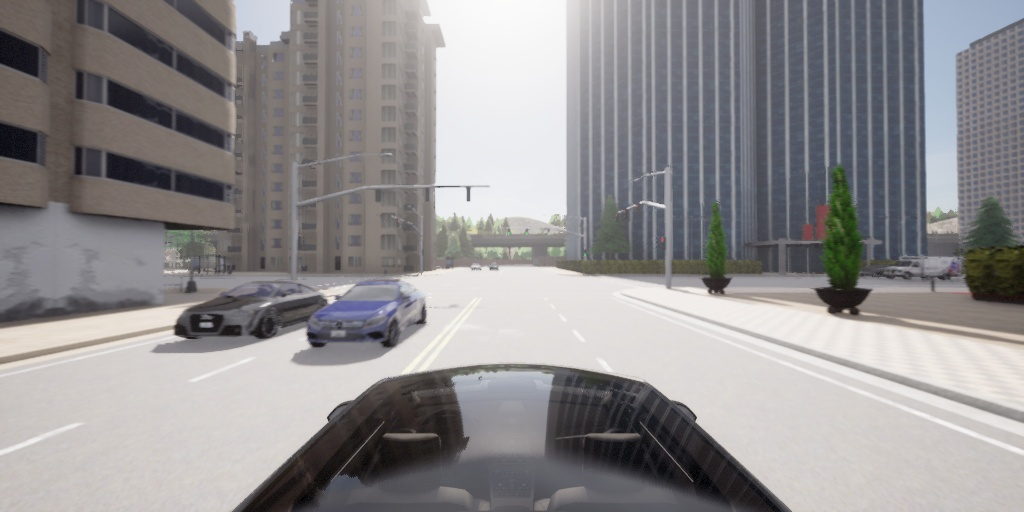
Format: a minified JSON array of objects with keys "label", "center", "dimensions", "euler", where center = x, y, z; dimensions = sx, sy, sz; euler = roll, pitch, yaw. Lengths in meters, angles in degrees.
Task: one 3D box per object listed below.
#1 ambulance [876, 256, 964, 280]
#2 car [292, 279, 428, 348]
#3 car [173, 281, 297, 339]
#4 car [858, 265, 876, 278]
[{"label":"ambulance","center":[42.487,1.236,37.242],"dimensions":[6.366,2.431,2.351],"euler":[0,-1,-1]},{"label":"car","center":[-3.572,1.379,9.725],"dimensions":[1.812,1.442,4.674],"euler":[0,-1,0]},{"label":"car","center":[-7.073,1.425,10.297],"dimensions":[1.994,1.385,4.181],"euler":[0,-1,0]},{"label":"car","center":[41.974,1.745,40.793],"dimensions":[4.902,1.511,2.128],"euler":[0,-1,0]}]
